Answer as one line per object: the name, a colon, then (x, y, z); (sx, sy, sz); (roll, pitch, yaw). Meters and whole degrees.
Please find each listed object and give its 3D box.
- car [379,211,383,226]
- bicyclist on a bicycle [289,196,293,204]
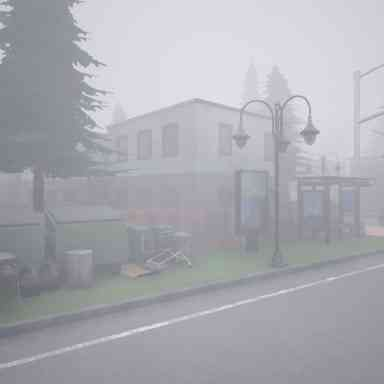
car: (13.952, 1.547, 20.581); (1.994, 1.385, 4.181); (0, 0, -32)
bicyclist on a bicycle: (10.687, 1.284, 36.345); (0.582, 1.620, 1.656); (0, 0, 44)
